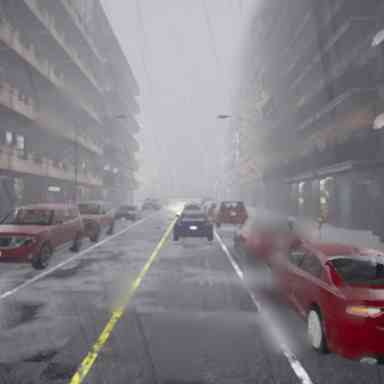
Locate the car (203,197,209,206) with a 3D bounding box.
[{"bbox_3d":[2.478,1.634,33.639,1.967,1.590,4.097,1,0,0],"label":"car"}]

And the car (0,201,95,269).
[{"bbox_3d":[-5.317,1.376,11.559,2.192,1.841,5.009,1,0,0],"label":"car"}]

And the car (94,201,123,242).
[{"bbox_3d":[-5.329,1.407,17.089,2.192,1.841,5.009,1,0,0],"label":"car"}]

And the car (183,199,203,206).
[{"bbox_3d":[0.025,1.729,35.181,1.812,1.442,4.674,0,0,0],"label":"car"}]

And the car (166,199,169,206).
[{"bbox_3d":[-5.445,2.032,66.863,1.802,1.307,4.206,1,0,0],"label":"car"}]

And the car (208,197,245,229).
[{"bbox_3d":[2.505,1.439,22.577,2.192,1.841,5.009,1,0,0],"label":"car"}]

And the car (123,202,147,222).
[{"bbox_3d":[-5.359,1.723,28.150,1.947,1.339,4.313,1,0,0],"label":"car"}]

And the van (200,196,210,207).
[{"bbox_3d":[2.419,1.744,61.296,1.690,1.788,3.998,1,0,0],"label":"van"}]

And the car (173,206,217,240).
[{"bbox_3d":[0.063,1.659,17.606,1.994,1.385,4.181,0,0,0],"label":"car"}]

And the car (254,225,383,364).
[{"bbox_3d":[2.570,1.576,5.983,1.887,1.381,4.507,1,0,0],"label":"car"}]

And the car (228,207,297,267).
[{"bbox_3d":[2.568,1.502,11.515,1.967,1.590,4.097,1,0,0],"label":"car"}]

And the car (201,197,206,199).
[{"bbox_3d":[2.432,1.672,55.765,2.192,1.841,5.009,1,0,0],"label":"car"}]

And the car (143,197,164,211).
[{"bbox_3d":[-5.390,1.586,44.741,2.192,1.841,5.009,1,0,0],"label":"car"}]

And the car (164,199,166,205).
[{"bbox_3d":[-5.408,1.857,50.270,1.887,1.381,4.507,1,0,0],"label":"car"}]
